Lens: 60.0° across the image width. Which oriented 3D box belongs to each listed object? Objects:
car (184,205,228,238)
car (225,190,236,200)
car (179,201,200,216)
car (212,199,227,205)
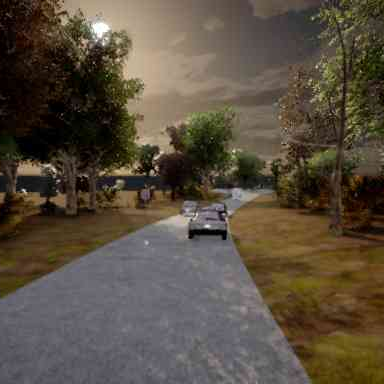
[{"bbox_3d":[0.884,1.625,18.007,1.994,1.385,4.181,0,0,4],"label":"car"},{"bbox_3d":[8.885,0.689,75.570,2.150,2.045,5.566,1,2,16],"label":"car"},{"bbox_3d":[-0.117,1.724,35.721,2.128,1.511,4.902,1,-1,8],"label":"car"},{"bbox_3d":[2.928,1.823,36.436,2.033,1.411,5.357,0,-1,9],"label":"car"}]
